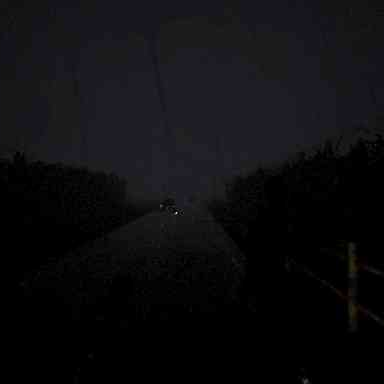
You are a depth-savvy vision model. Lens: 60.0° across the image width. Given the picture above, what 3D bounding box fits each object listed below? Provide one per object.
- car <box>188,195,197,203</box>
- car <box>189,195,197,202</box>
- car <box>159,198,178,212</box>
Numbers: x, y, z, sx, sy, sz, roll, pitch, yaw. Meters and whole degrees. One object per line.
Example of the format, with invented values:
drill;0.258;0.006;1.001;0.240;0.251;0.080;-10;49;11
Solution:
car;0.140;1.569;69.828;2.128;1.511;4.902;0;0;0
car;0.162;1.518;80.223;1.837;1.490;4.892;0;0;0
car;-2.681;1.507;38.479;1.837;1.490;4.892;0;0;0
